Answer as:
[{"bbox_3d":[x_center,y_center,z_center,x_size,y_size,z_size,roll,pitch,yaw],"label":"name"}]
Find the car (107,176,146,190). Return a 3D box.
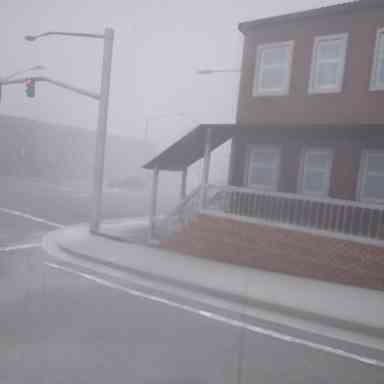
[{"bbox_3d":[-7.310,-1.073,37.389,1.837,1.490,4.892,8,5,35],"label":"car"}]

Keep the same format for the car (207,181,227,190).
[{"bbox_3d":[4.125,-1.011,53.152,1.837,1.490,4.892,8,5,35],"label":"car"}]
